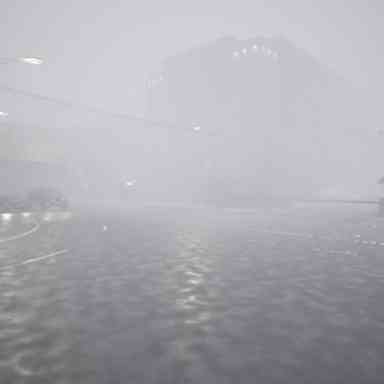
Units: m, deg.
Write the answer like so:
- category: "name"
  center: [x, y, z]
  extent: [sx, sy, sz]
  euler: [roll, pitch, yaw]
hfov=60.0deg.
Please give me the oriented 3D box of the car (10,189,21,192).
- category: "car"
  center: [-21.346, 0.733, 39.178]
  extent: [5.008, 1.535, 1.882]
  euler: [1, 1, 44]

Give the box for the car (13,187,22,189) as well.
- category: "car"
  center: [-34.144, 0.002, 65.607]
  extent: [5.566, 2.045, 2.435]
  euler: [1, 1, 43]

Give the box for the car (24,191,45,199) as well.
- category: "car"
  center: [-28.769, 0.492, 60.536]
  extent: [4.718, 1.301, 1.895]
  euler: [1, 1, 43]

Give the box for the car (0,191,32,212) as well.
- category: "car"
  center: [-16.283, 0.940, 29.488]
  extent: [4.892, 1.490, 1.837]
  euler: [1, 1, 44]

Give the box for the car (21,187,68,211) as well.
- category: "car"
  center: [-14.135, 0.643, 32.276]
  extent: [5.566, 2.045, 2.150]
  euler: [1, 1, 44]
